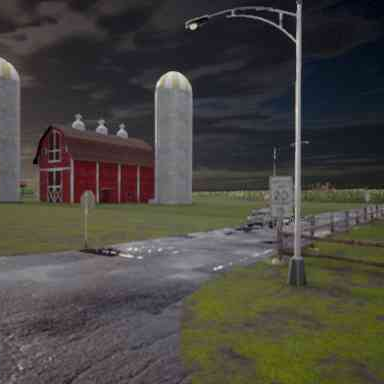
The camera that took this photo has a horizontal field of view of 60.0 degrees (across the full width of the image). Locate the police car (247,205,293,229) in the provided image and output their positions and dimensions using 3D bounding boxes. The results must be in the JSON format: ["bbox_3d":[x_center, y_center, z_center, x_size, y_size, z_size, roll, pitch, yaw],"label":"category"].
[{"bbox_3d":[5.663,1.783,24.160,2.038,1.542,4.974,0,-1,35],"label":"police car"}]
